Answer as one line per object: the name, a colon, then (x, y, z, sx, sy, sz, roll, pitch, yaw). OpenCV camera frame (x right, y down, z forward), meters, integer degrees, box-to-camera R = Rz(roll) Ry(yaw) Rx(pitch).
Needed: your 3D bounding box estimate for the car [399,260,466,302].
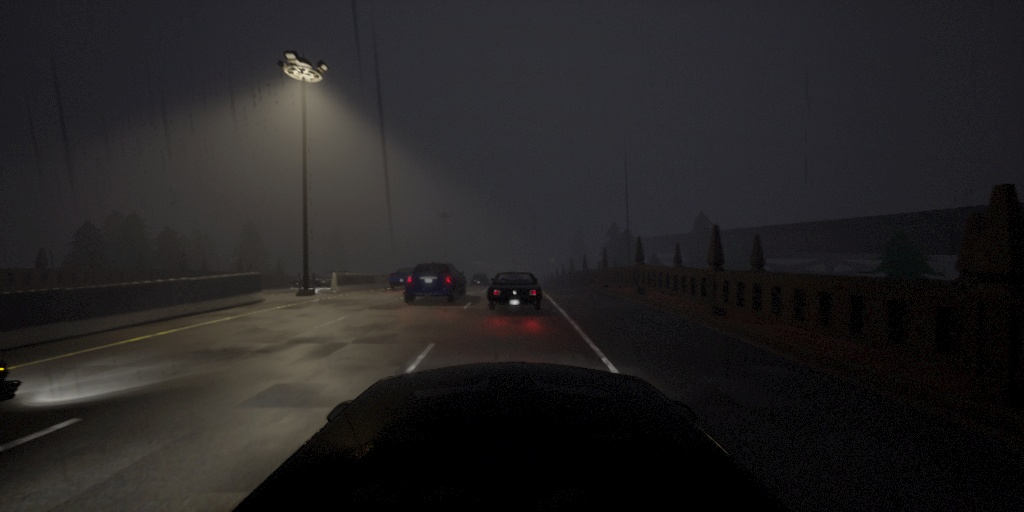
car: (-3.399, 1.083, 16.742, 2.097, 1.767, 4.553, 0, -1, 0)

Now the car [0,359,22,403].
car: (-6.900, 1.297, 1.806, 2.033, 1.411, 5.357, 0, 1, 0)

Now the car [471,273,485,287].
car: (-3.397, 2.642, 39.184, 1.837, 1.490, 4.892, 0, -5, 0)

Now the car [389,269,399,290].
car: (-6.898, 1.506, 24.895, 1.882, 1.535, 5.008, 0, -3, 0)

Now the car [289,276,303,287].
car: (-21.081, 2.577, 37.937, 2.033, 1.411, 5.357, 0, -6, 0)

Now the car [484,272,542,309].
car: (0.101, 1.293, 14.338, 1.895, 1.301, 4.718, 0, -1, 0)

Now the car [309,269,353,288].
car: (-14.093, 1.815, 29.128, 1.812, 1.442, 4.674, 0, -4, 0)
